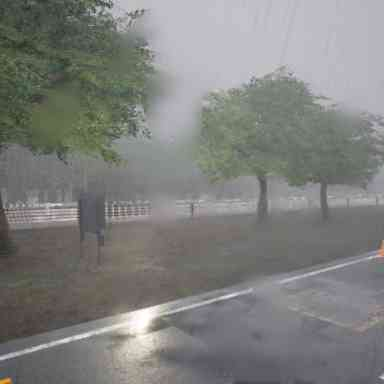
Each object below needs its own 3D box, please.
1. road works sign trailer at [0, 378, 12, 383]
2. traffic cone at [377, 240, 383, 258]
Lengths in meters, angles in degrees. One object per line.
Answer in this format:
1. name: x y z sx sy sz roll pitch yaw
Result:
1. road works sign trailer: -2.845 0.510 2.239 2.880 3.560 2.380 -1 0 -38
2. traffic cone: 6.569 1.923 11.347 0.340 0.580 0.340 -1 0 -37
